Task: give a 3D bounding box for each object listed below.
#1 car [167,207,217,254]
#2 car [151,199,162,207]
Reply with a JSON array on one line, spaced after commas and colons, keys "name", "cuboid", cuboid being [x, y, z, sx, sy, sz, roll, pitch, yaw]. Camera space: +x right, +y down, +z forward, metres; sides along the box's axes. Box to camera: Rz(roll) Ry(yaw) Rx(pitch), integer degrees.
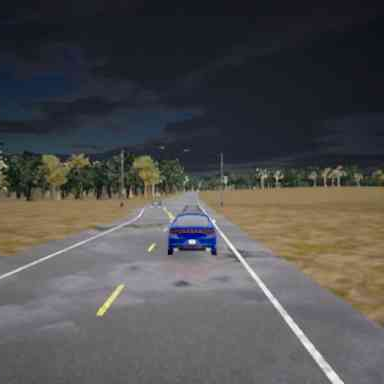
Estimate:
[{"name": "car", "cuboid": [0.023, 1.631, 14.249, 1.882, 1.535, 5.008, 0, 0, 0]}, {"name": "car", "cuboid": [-6.979, 2.101, 65.642, 2.128, 1.511, 4.902, 0, 0, -1]}]
